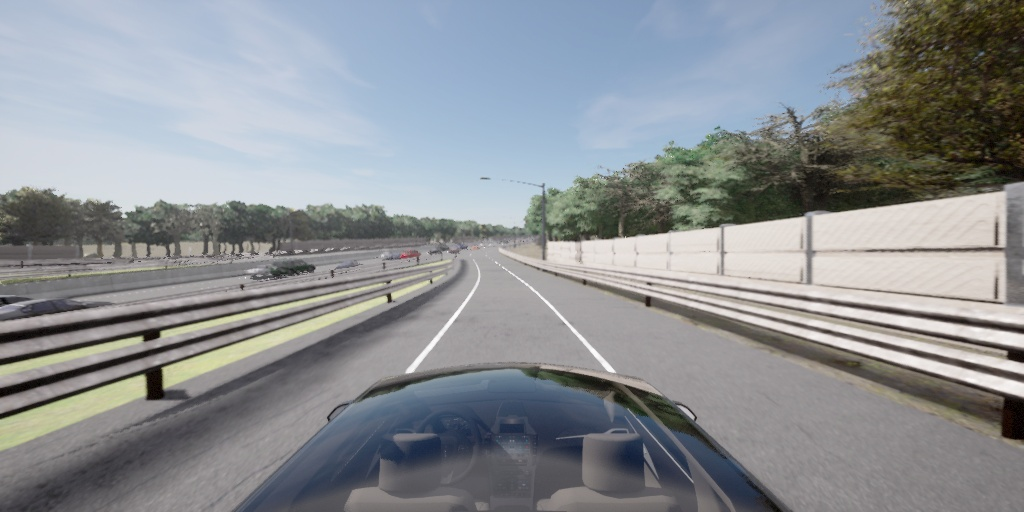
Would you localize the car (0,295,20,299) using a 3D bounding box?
[{"bbox_3d":[-29.899,3.069,21.064,1.837,1.490,4.892,0,4,10],"label":"car"}]

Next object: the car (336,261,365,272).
[{"bbox_3d":[-21.521,1.308,48.014,1.994,1.385,4.181,0,4,10],"label":"car"}]

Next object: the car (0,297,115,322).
[{"bbox_3d":[-26.454,3.134,20.451,2.033,1.411,5.357,0,4,10],"label":"car"}]

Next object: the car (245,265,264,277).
[{"bbox_3d":[-29.461,1.693,43.382,1.895,1.301,4.718,0,4,10],"label":"car"}]

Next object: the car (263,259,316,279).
[{"bbox_3d":[-26.018,1.347,42.736,2.150,2.045,5.566,0,4,10],"label":"car"}]
